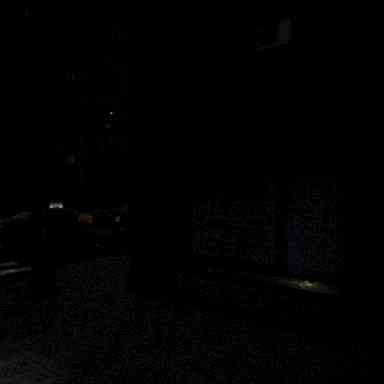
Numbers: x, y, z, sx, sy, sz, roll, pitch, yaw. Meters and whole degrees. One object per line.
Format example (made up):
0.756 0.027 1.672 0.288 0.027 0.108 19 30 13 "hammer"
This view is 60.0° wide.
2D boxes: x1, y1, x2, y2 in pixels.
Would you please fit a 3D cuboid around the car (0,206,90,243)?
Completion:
-7.685 1.532 16.292 1.812 1.442 4.674 0 0 36 "car"

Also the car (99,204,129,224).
-4.988 1.573 24.289 2.008 1.369 4.403 0 0 36 "car"

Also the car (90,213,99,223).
-8.239 1.543 19.751 1.752 1.417 4.829 0 0 36 "car"

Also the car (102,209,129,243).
-1.621 1.554 15.208 1.947 1.339 4.313 0 0 36 "car"
